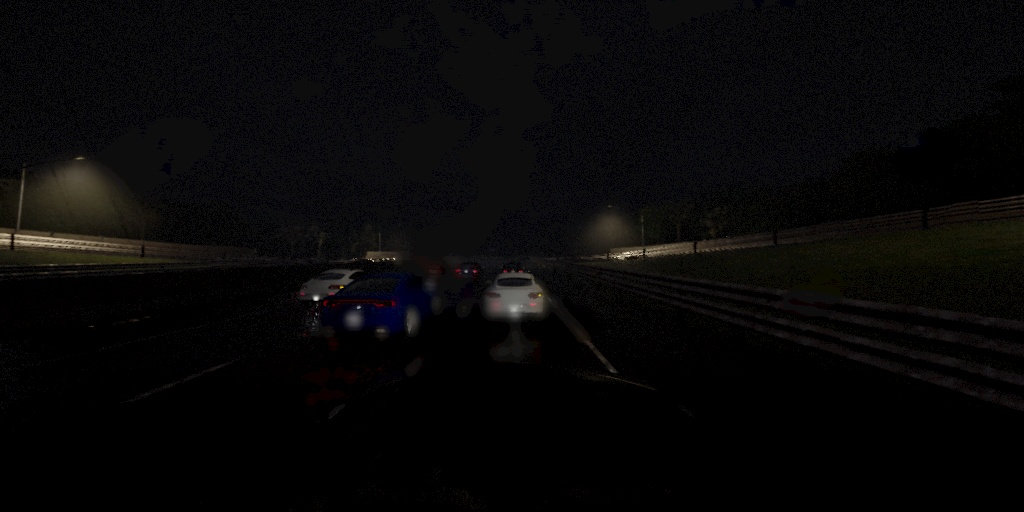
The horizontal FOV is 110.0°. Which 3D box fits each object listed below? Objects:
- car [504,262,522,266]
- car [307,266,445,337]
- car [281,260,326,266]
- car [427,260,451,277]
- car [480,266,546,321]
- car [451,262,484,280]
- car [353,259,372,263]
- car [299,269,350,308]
[{"bbox_3d":[0.079,1.216,29.775,2.033,1.411,5.357,0,0,0],"label":"car"},{"bbox_3d":[-3.407,1.206,10.208,1.882,1.535,5.008,0,0,0],"label":"car"},{"bbox_3d":[-21.119,1.138,37.186,2.128,1.511,4.902,0,0,0],"label":"car"},{"bbox_3d":[-6.925,1.160,34.067,1.837,1.490,4.892,0,0,0],"label":"car"},{"bbox_3d":[0.092,1.248,12.143,1.812,1.442,4.674,0,0,0],"label":"car"},{"bbox_3d":[-3.421,1.217,29.830,2.033,1.411,5.357,0,0,0],"label":"car"},{"bbox_3d":[-17.616,1.134,41.871,1.837,1.490,4.892,0,0,0],"label":"car"},{"bbox_3d":[-6.896,1.241,14.943,1.812,1.442,4.674,0,0,0],"label":"car"}]
